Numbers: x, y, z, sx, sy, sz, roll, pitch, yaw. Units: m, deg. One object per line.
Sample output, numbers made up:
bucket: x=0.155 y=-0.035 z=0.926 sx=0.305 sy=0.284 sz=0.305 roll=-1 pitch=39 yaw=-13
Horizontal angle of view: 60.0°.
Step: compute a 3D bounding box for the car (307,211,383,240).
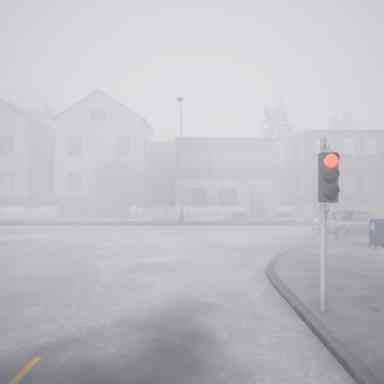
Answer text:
car: x=8.302 y=1.601 z=16.271 sx=4.718 sy=1.301 sz=1.895 roll=0 pitch=0 yaw=0
